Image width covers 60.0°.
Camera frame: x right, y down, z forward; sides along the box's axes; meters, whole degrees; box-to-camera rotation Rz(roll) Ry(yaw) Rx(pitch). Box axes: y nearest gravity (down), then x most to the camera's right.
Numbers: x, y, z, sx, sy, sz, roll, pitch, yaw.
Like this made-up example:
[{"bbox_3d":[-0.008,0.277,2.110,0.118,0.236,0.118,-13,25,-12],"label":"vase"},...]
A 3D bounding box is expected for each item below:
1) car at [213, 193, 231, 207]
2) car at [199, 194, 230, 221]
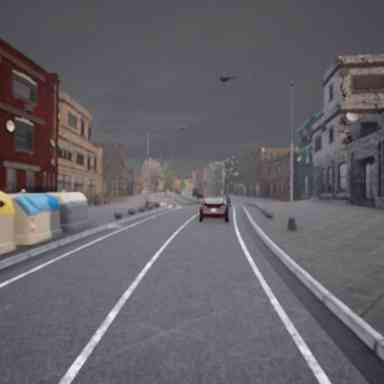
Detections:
[{"bbox_3d":[3.741,1.000,41.228,2.033,1.649,4.856,0,-1,7],"label":"car"},{"bbox_3d":[1.612,1.147,23.375,2.163,1.488,4.792,0,1,6],"label":"car"}]
